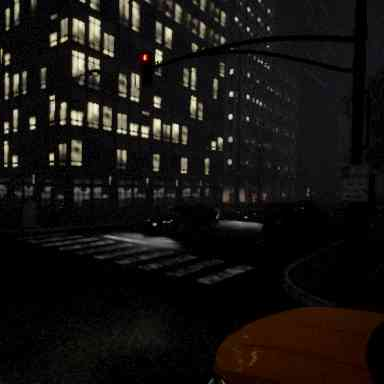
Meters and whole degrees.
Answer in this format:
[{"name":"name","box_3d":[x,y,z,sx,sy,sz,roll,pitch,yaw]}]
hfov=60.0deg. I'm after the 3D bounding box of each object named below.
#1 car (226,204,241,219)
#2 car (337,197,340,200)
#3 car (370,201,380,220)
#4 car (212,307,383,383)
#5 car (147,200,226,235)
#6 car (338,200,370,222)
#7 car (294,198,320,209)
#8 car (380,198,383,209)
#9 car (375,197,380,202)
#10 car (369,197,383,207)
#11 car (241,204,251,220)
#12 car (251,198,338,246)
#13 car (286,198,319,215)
[{"name":"car","box_3d":[1.564,1.343,25.243,1.752,1.417,4.829,2,1,36]},{"name":"car","box_3d":[25.035,1.512,56.972,1.752,1.417,4.829,2,1,36]},{"name":"car","box_3d":[15.109,1.705,29.470,1.802,1.307,4.206,2,1,36]},{"name":"car","box_3d":[2.440,1.462,1.933,5.008,1.535,1.882,0,1,36]},{"name":"car","box_3d":[-0.368,1.369,18.329,1.837,1.490,4.892,2,1,38]},{"name":"car","box_3d":[11.857,1.624,25.071,1.752,1.417,4.829,2,1,36]},{"name":"car","box_3d":[15.077,1.483,43.511,1.947,1.339,4.313,2,1,36]},{"name":"car","box_3d":[28.531,1.534,47.606,2.192,1.841,5.009,2,1,36]},{"name":"car","box_3d":[24.584,1.605,46.615,1.882,1.535,5.008,2,1,37]},{"name":"car","box_3d":[30.703,1.647,54.890,1.882,1.535,5.008,2,1,37]},{"name":"car","box_3d":[5.495,1.458,26.196,2.033,1.411,5.357,2,1,37]},{"name":"car","box_3d":[5.051,1.362,15.864,2.192,1.841,5.009,2,1,36]},{"name":"car","box_3d":[11.432,1.460,34.206,1.837,1.490,4.892,2,1,36]}]
